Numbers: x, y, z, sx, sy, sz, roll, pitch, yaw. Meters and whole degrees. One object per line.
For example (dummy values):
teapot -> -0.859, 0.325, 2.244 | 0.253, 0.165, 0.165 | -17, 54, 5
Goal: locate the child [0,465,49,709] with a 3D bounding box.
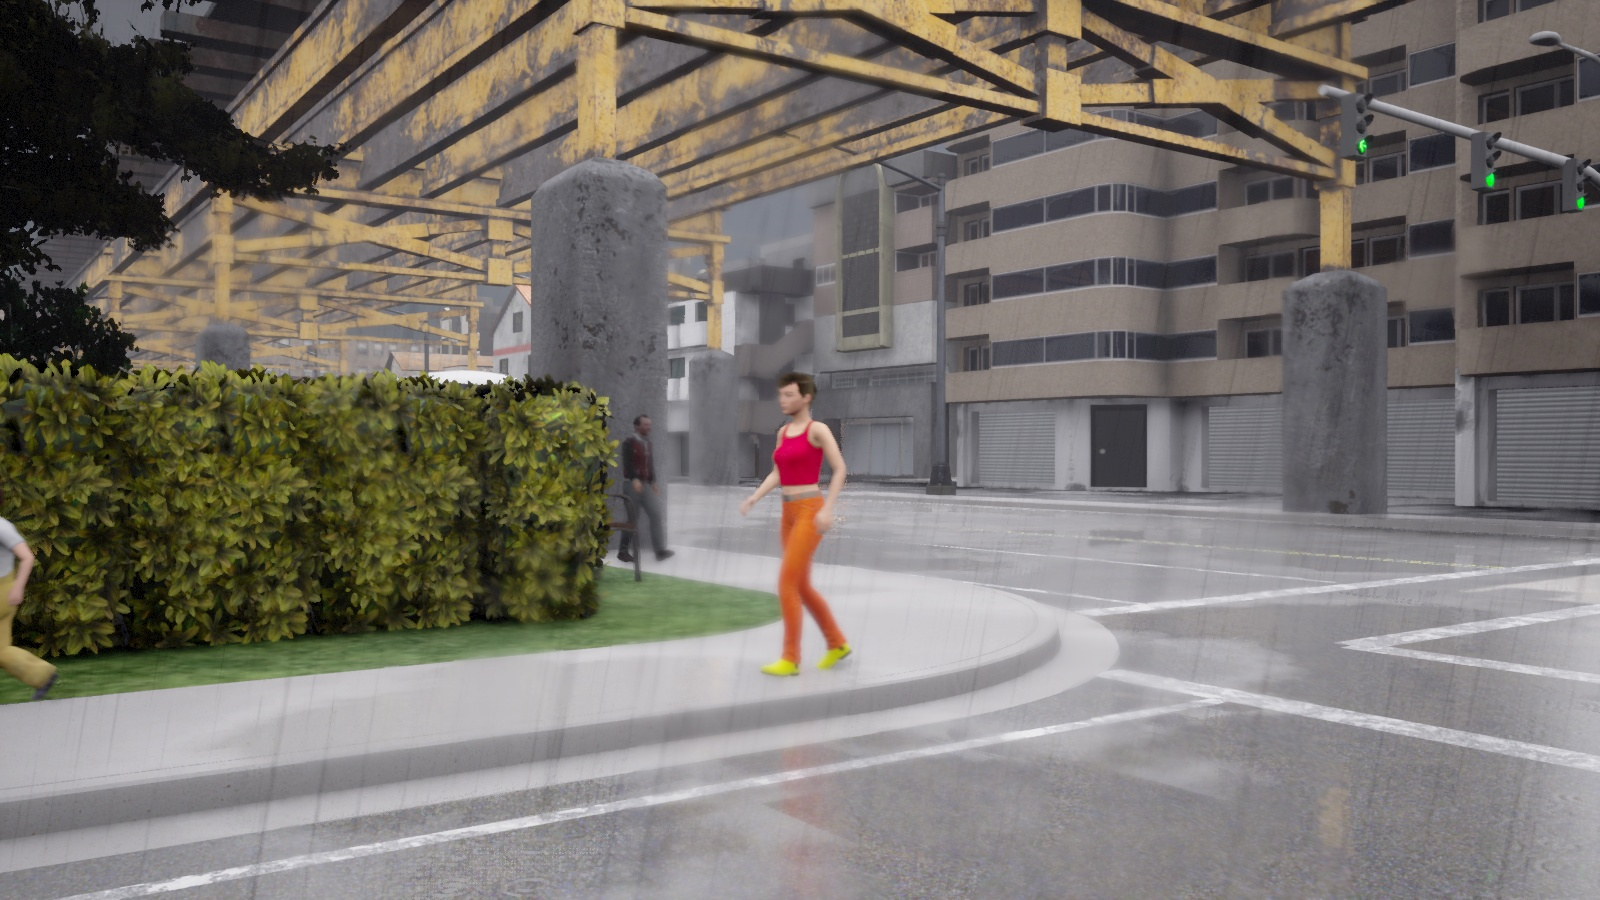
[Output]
child -> -4.249, 0.715, 6.639 | 0.437, 1.263, 0.270 | 0, 0, -40

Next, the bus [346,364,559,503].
bus -> -12.397, -0.498, 43.906 | 3.944, 4.253, 10.273 | 0, 0, -35

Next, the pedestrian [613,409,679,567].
pedestrian -> -1.854, 0.448, 15.099 | 0.720, 1.854, 0.376 | 0, 0, 36

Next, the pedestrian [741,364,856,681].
pedestrian -> -0.010, 0.419, 7.561 | 0.594, 1.836, 0.345 | 0, 0, -30
